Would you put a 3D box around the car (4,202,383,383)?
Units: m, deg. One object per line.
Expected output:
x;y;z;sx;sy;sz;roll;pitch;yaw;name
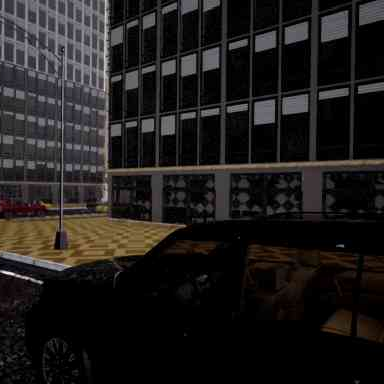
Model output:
0.699;1.221;3.184;5.566;2.045;2.150;0;0;36;car

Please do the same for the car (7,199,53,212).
-19.596;1.642;40.433;1.752;1.417;4.829;1;0;37;car

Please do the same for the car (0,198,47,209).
-16.126;1.518;31.048;2.192;1.841;5.009;1;0;37;car

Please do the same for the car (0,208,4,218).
-7.283;1.347;8.905;4.553;1.767;2.097;0;0;36;car

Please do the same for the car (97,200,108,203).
-9.301;1.829;40.239;1.752;1.417;4.829;1;0;37;car

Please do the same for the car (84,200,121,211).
-12.310;1.835;45.881;1.895;1.301;4.718;1;0;37;car
